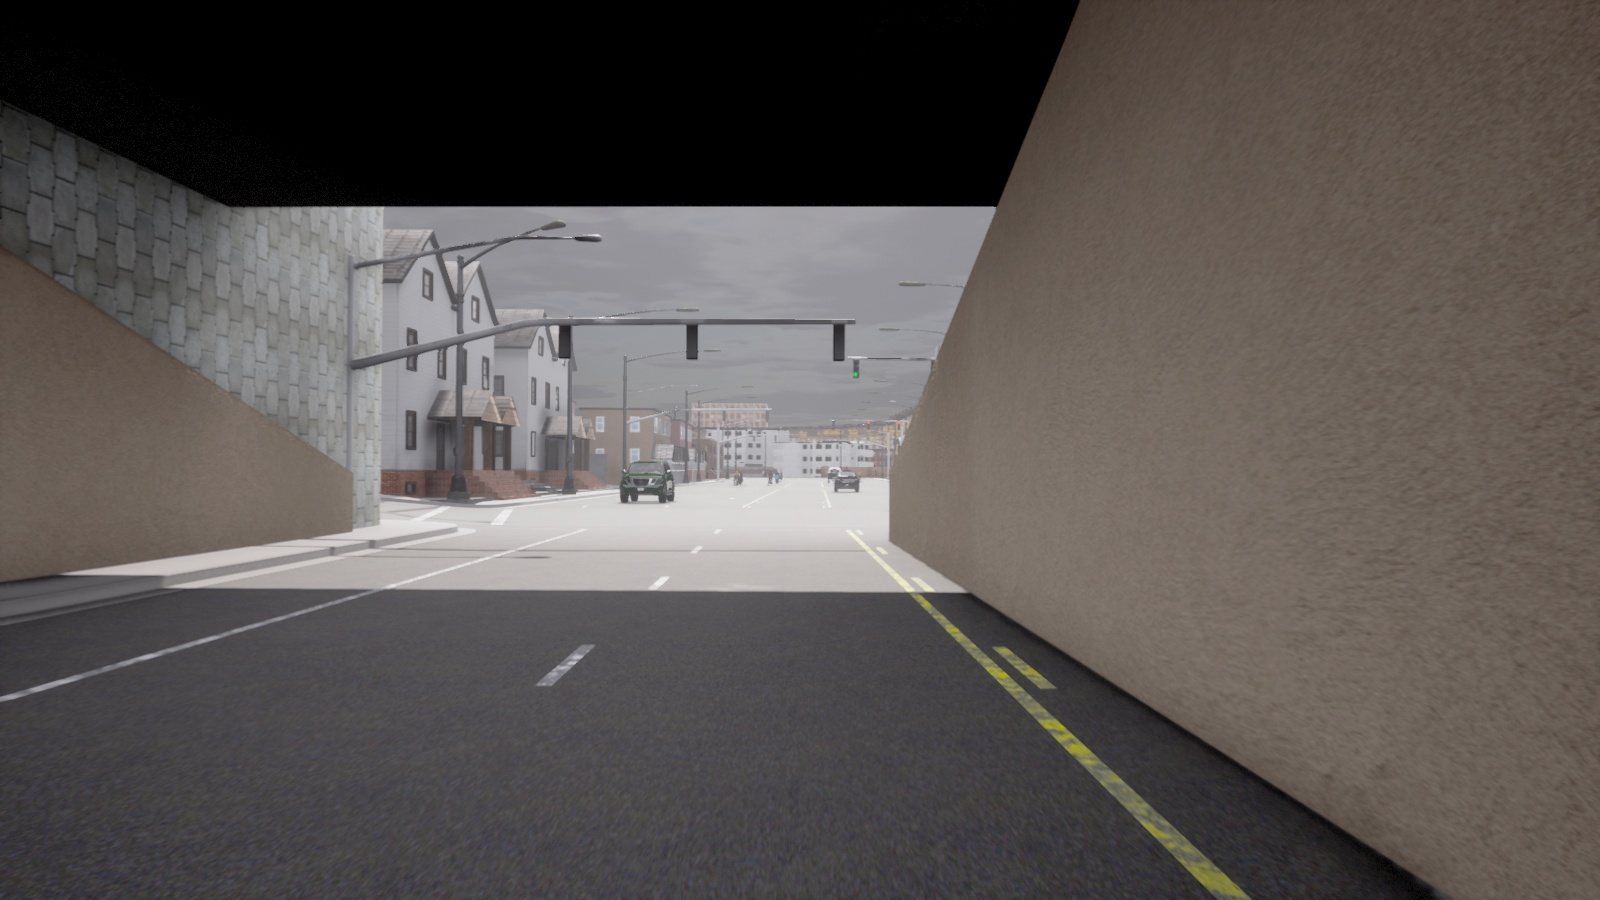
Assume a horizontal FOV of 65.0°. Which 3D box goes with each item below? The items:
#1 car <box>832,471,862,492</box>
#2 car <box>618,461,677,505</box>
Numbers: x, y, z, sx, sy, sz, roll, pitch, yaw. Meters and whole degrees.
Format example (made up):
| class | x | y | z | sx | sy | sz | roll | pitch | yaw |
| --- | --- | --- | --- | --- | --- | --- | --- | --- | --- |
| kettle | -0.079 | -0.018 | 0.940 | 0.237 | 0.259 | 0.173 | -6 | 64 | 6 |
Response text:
| class | x | y | z | sx | sy | sz | roll | pitch | yaw |
| --- | --- | --- | --- | --- | --- | --- | --- | --- | --- |
| car | 3.469 | 2.334 | 94.203 | 2.128 | 1.511 | 4.902 | 0 | -1 | 1 |
| car | -7.472 | 1.603 | 62.109 | 2.150 | 2.045 | 5.566 | 0 | -1 | 1 |
